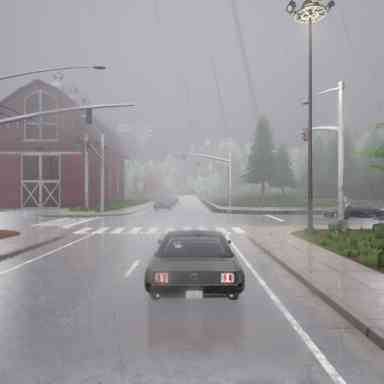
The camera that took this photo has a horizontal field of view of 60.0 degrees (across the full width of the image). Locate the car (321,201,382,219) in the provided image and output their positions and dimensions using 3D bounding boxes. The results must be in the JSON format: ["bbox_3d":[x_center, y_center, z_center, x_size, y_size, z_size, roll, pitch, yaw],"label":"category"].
[{"bbox_3d":[12.973,1.499,27.095,4.674,1.442,1.812,0,0,-1],"label":"car"}]

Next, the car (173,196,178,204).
[{"bbox_3d":[-3.611,1.505,52.171,1.837,1.490,4.892,0,0,0],"label":"car"}]

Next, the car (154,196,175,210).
[{"bbox_3d":[-3.614,1.564,42.150,1.994,1.385,4.181,0,0,0],"label":"car"}]

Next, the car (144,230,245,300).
[{"bbox_3d":[0.063,1.601,8.339,1.895,1.301,4.718,0,0,0],"label":"car"}]
